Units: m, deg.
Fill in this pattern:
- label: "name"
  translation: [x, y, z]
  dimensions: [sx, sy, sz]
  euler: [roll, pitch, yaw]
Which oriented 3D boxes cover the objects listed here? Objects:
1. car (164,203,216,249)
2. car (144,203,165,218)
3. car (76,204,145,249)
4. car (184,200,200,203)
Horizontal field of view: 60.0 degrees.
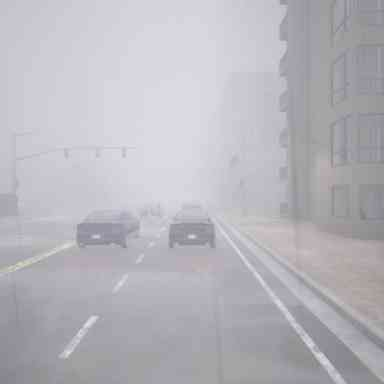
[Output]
- label: "car"
  translation: [0.000, 1.484, 14.650]
  dimensions: [1.882, 1.535, 5.008]
  euler: [0, 0, 0]
- label: "car"
  translation: [-3.500, 1.615, 29.680]
  dimensions: [1.895, 1.301, 4.718]
  euler: [0, 0, 0]
- label: "car"
  translation: [-3.500, 1.484, 14.650]
  dimensions: [1.882, 1.535, 5.008]
  euler: [0, 0, 0]
- label: "car"
  translation: [0.000, 1.484, 29.650]
  dimensions: [1.882, 1.535, 5.008]
  euler: [0, 0, 0]
